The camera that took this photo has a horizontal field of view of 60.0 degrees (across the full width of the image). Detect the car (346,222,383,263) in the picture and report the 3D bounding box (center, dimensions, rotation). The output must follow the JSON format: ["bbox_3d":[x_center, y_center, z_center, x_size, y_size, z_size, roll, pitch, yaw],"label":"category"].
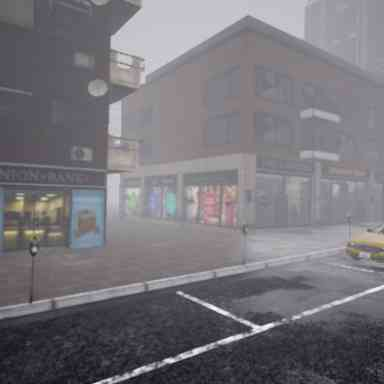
[{"bbox_3d":[6.990,1.521,11.058,4.829,1.417,1.752,0,2,-35],"label":"car"}]
